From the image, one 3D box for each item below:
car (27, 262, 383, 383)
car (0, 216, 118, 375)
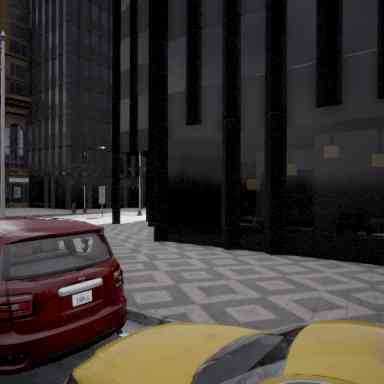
[{"bbox_3d":[1.064,1.525,2.200,4.829,1.417,1.752,0,0,35],"label":"car"},{"bbox_3d":[-3.217,1.314,5.249,5.009,1.841,2.192,0,0,35],"label":"car"}]
